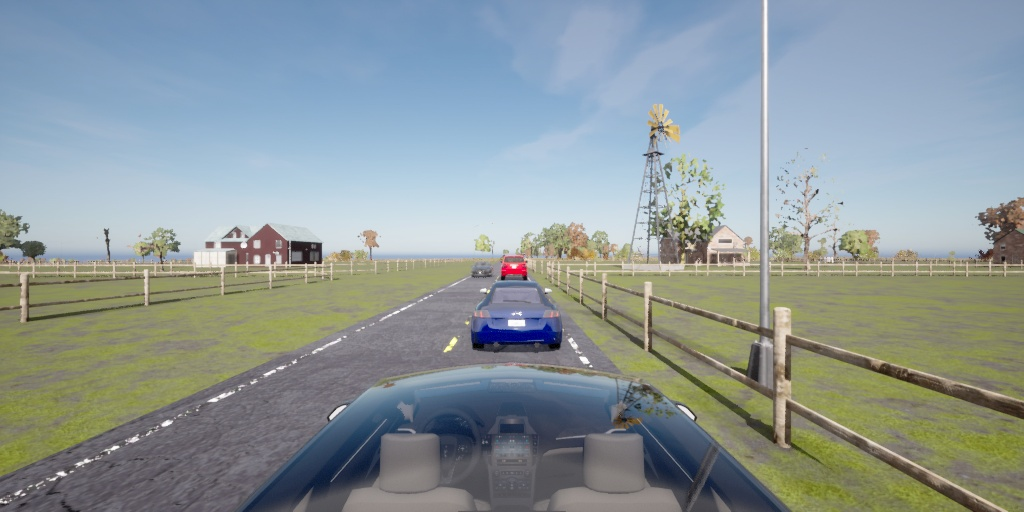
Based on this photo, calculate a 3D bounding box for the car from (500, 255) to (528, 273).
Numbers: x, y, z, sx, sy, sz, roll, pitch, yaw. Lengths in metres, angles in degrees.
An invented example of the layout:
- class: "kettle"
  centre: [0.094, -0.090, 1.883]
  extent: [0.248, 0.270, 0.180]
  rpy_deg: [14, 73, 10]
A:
- class: "car"
  centre: [0.176, 0.966, 30.720]
  extent: [2.150, 2.045, 5.566]
  rpy_deg: [0, 0, 0]

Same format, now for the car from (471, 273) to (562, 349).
- class: "car"
  centre: [0.100, 1.313, 9.195]
  extent: [1.994, 1.385, 4.181]
  rpy_deg: [0, 0, 0]

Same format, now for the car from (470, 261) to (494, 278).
- class: "car"
  centre: [-2.755, 1.248, 33.839]
  extent: [1.837, 1.490, 4.892]
  rpy_deg: [0, 0, 0]
